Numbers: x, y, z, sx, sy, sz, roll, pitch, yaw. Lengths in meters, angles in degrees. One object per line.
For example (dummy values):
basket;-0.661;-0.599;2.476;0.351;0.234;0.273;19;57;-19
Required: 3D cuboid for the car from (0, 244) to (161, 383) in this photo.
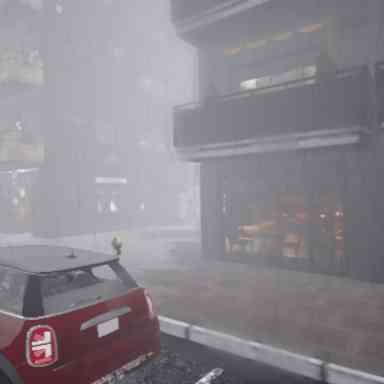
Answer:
car;-2.466;1.463;4.637;4.097;1.590;1.967;0;-1;35
